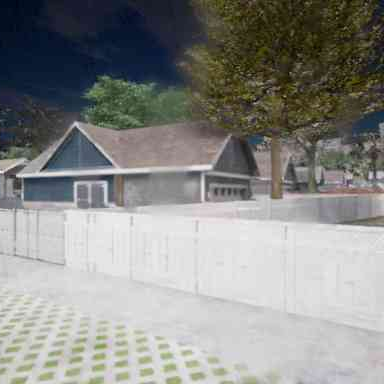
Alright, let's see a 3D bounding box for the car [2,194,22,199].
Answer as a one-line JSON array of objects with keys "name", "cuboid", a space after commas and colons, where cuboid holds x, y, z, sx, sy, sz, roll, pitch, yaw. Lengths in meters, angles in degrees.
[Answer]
[{"name": "car", "cuboid": [-23.835, 1.088, 44.592, 2.097, 1.767, 4.553, 0, 0, 29]}]
